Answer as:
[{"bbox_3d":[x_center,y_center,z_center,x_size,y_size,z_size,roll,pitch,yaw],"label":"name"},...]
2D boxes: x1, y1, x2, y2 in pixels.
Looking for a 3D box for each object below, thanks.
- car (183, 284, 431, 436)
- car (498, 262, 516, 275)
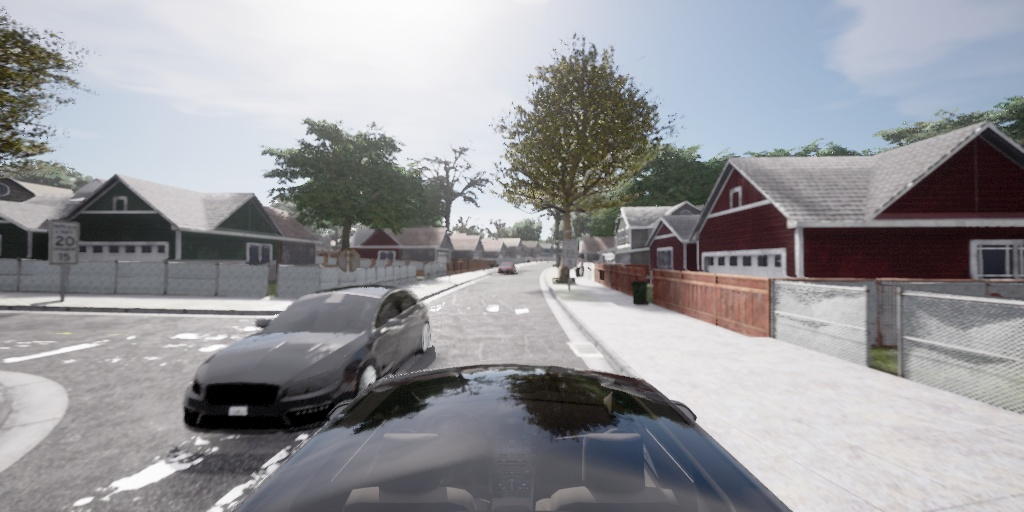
[{"bbox_3d":[-2.694,1.291,5.996,1.837,1.490,4.892,0,0,1],"label":"car"},{"bbox_3d":[-0.602,1.504,44.075,1.882,1.535,5.008,0,0,5],"label":"car"}]
